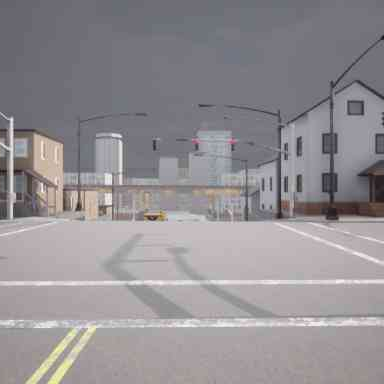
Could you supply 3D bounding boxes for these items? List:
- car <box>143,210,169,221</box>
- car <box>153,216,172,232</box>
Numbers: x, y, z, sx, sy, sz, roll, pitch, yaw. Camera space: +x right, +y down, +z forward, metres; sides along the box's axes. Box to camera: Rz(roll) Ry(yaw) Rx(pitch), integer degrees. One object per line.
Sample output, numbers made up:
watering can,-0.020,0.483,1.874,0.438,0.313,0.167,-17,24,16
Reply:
car,-3.673,2.536,33.502,1.882,1.535,5.008,0,-9,1
car,-3.780,4.235,43.725,2.128,1.511,4.902,0,-13,-1
